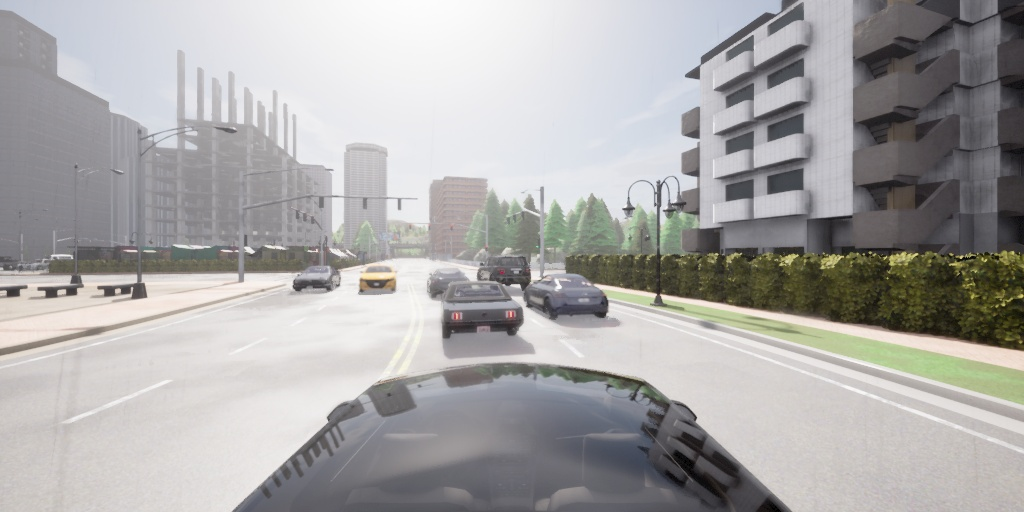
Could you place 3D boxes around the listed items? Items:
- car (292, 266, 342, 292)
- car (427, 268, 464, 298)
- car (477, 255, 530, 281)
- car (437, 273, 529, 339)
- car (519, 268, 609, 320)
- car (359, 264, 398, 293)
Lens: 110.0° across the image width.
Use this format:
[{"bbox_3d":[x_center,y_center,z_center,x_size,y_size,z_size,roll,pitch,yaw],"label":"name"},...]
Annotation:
[{"bbox_3d":[-11.615,1.297,21.728,2.033,1.411,5.357,0,0,-17],"label":"car"},{"bbox_3d":[-3.327,1.314,18.642,1.994,1.385,4.181,0,0,-16],"label":"car"},{"bbox_3d":[-0.603,0.971,21.910,2.150,2.045,5.566,0,0,-18],"label":"car"},{"bbox_3d":[-1.080,1.351,10.175,1.895,1.301,4.718,0,0,-12],"label":"car"},{"bbox_3d":[1.776,1.314,12.862,1.994,1.385,4.181,0,0,-12],"label":"car"},{"bbox_3d":[-7.753,1.228,21.029,1.882,1.535,5.008,0,0,-17],"label":"car"}]
